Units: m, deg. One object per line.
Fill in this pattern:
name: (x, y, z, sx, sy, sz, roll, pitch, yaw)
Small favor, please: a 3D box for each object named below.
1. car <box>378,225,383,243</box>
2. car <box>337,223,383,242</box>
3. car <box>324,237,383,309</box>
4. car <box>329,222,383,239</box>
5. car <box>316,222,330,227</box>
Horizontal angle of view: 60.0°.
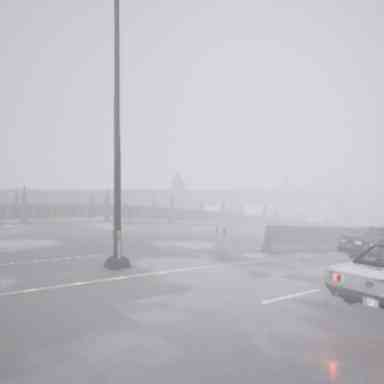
car: (19.343, 4.077, 30.646, 4.892, 1.490, 1.837, 9, -5, -35)
car: (17.078, 4.085, 33.335, 5.357, 1.411, 2.033, 9, -5, -35)
car: (5.079, 1.825, 7.362, 4.718, 1.301, 1.895, 3, -2, -35)
car: (8.285, 2.143, 13.944, 5.357, 1.411, 2.033, 5, -3, -35)
car: (15.302, 4.066, 36.357, 4.902, 1.511, 2.128, 9, -5, -35)
